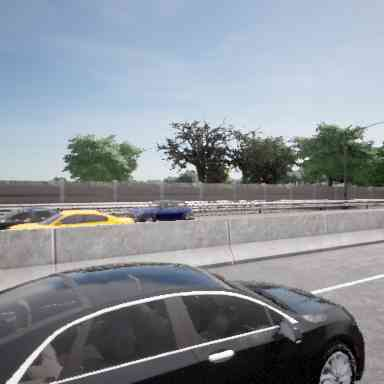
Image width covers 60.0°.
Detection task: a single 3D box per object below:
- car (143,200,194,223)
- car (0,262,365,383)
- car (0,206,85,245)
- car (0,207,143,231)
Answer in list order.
[{"bbox_3d":[-2.158,1.355,23.068,4.553,1.767,2.097,0,0,-32],"label":"car"},{"bbox_3d":[-0.273,1.504,3.333,4.892,1.490,1.837,0,0,-32],"label":"car"},{"bbox_3d":[-7.708,1.504,15.430,4.892,1.490,1.837,0,0,-32],"label":"car"},{"bbox_3d":[-4.742,1.476,13.164,5.008,1.535,1.882,0,0,-32],"label":"car"}]
